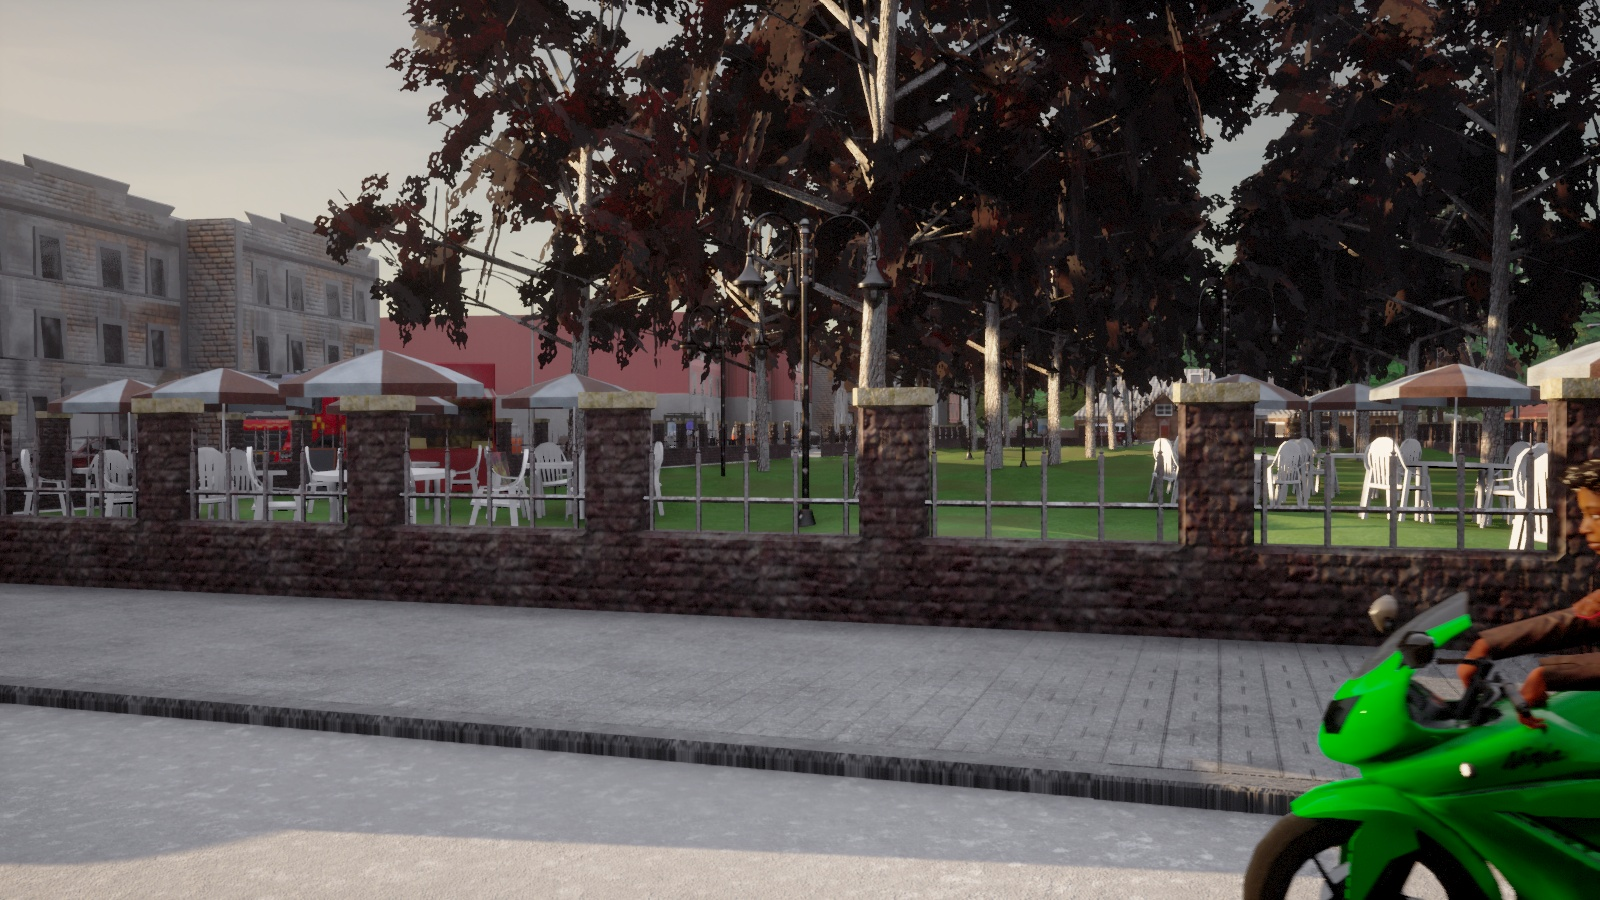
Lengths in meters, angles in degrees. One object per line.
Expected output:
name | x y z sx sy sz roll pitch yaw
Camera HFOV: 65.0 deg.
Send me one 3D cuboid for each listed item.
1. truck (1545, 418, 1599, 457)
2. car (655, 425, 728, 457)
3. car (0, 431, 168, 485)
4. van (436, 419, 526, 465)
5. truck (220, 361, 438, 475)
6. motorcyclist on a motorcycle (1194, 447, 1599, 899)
truck | 50.518 -0.786 81.493 2.627 2.467 5.204 1 0 18
car | -5.846 -0.511 68.335 2.152 1.651 5.027 1 1 19
car | -20.693 0.180 36.370 1.816 1.474 4.193 1 1 18
van | -14.172 -0.370 55.991 1.775 1.987 4.442 1 1 18
truck | -17.227 -1.152 46.772 2.891 3.827 8.468 1 1 18
motorcyclist on a motorcycle | 2.033 0.768 3.033 2.044 1.523 0.797 1 1 19
